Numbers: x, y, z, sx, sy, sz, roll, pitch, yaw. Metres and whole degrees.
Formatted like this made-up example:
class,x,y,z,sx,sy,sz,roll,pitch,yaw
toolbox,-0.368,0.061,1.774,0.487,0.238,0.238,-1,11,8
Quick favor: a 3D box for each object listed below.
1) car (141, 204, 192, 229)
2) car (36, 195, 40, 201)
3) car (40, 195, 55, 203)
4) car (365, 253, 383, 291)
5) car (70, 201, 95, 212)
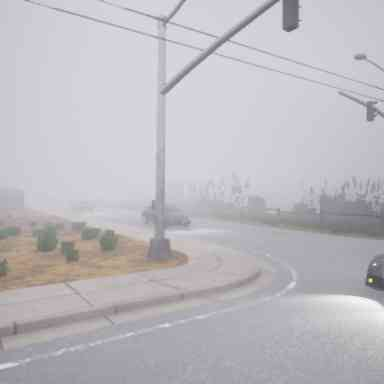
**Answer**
class,x,y,z,sx,sy,sz,roll,pitch,yaw
car,-1.870,1.606,22.910,1.837,1.490,4.892,1,0,-33
car,-38.629,1.538,85.320,2.033,1.411,5.357,1,-1,-38
car,-32.997,1.512,76.761,2.097,1.767,4.553,1,0,-33
car,6.031,1.685,7.958,4.181,1.385,1.994,1,0,-34
car,-13.320,1.708,40.337,1.895,1.301,4.718,1,0,-33
